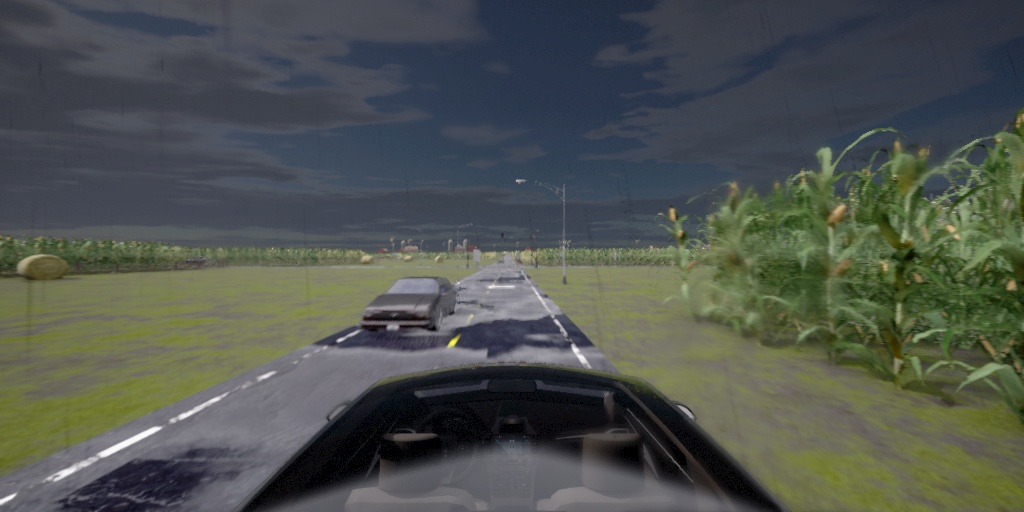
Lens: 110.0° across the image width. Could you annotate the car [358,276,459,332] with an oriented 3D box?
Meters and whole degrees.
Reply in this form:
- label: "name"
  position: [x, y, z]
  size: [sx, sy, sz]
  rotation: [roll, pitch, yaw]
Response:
- label: "car"
  position: [-2.851, 1.334, 11.262]
  size: [2.033, 1.411, 5.357]
  rotation: [0, 0, 0]
